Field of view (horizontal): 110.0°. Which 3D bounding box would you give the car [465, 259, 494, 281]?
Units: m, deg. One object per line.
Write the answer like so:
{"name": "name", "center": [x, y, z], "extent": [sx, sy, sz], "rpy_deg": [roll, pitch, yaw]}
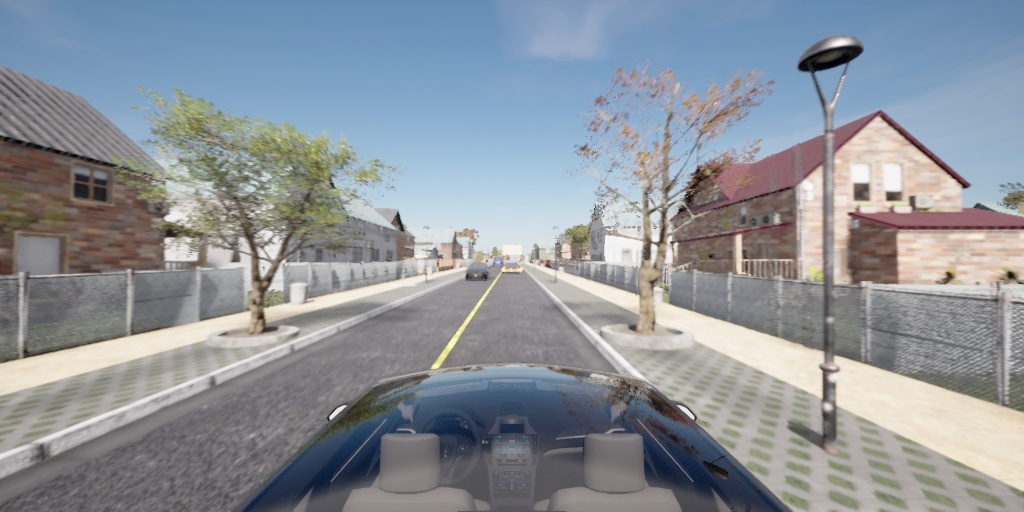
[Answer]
{"name": "car", "center": [-2.845, 1.283, 30.775], "extent": [1.882, 1.535, 5.008], "rpy_deg": [0, 0, 0]}

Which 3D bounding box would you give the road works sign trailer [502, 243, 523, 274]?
{"name": "road works sign trailer", "center": [0.009, 0.308, 41.320], "extent": [2.380, 3.560, 2.880], "rpy_deg": [0, 0, 0]}
